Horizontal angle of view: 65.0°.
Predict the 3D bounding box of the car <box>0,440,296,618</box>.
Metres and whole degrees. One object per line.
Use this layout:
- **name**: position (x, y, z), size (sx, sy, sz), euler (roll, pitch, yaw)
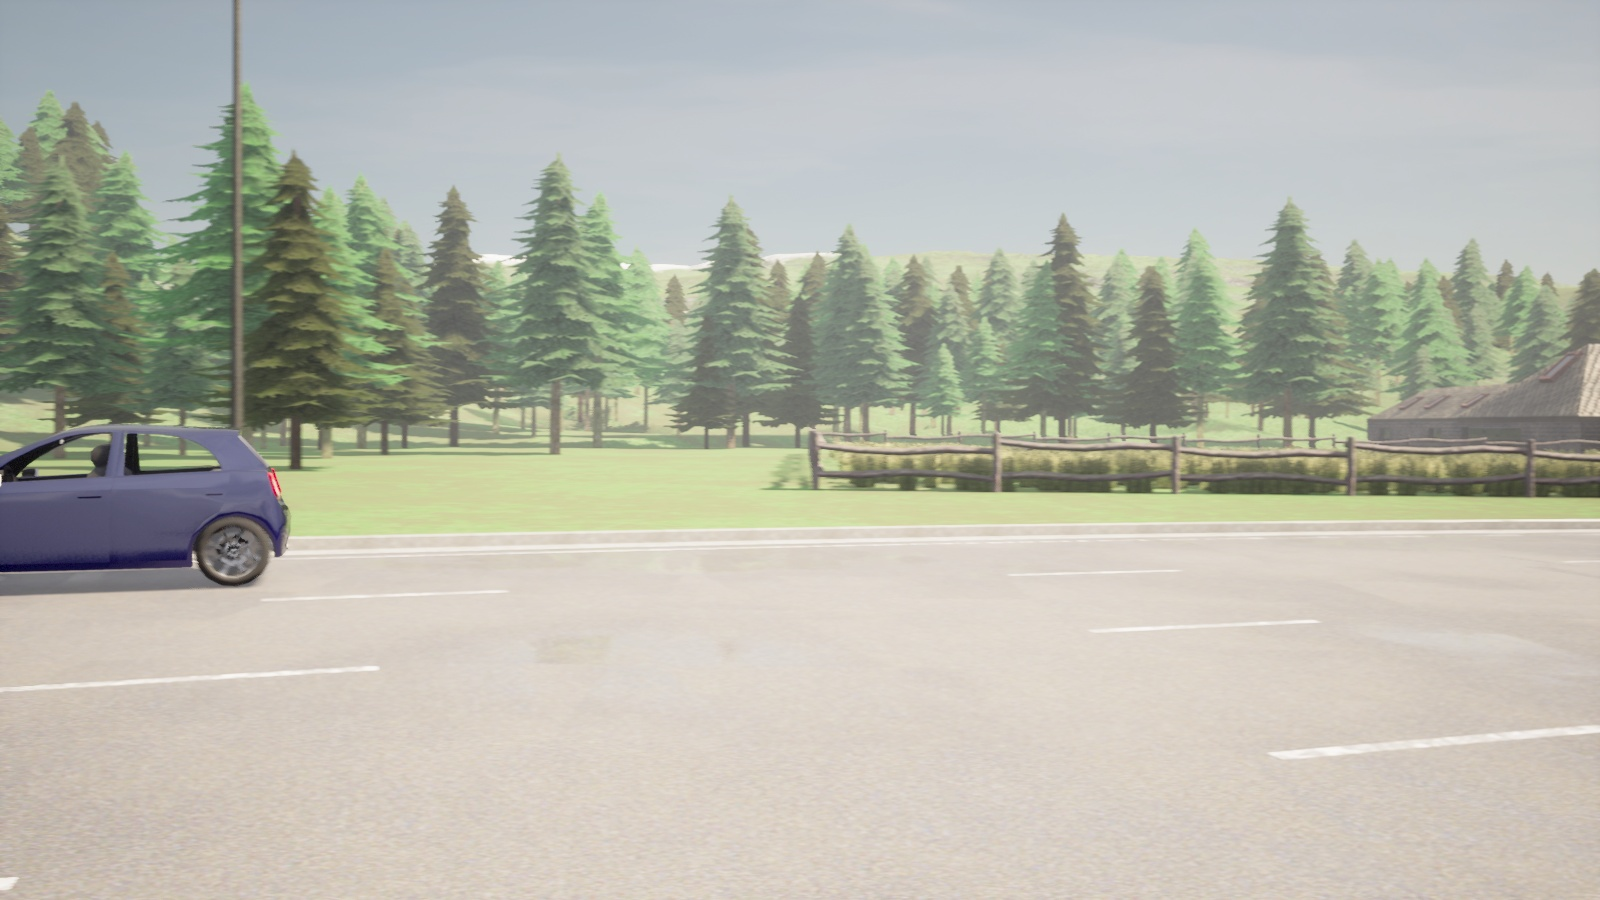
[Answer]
- **car**: position (-6.735, 0.678, 11.869), size (3.633, 1.501, 1.845), euler (-1, 1, -22)
